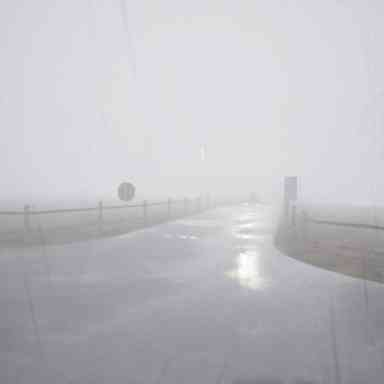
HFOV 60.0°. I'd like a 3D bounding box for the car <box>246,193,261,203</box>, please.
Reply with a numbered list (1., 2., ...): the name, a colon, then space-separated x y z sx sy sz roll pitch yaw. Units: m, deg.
1. car: 9.953 0.899 53.479 2.097 1.767 4.553 1 0 16
